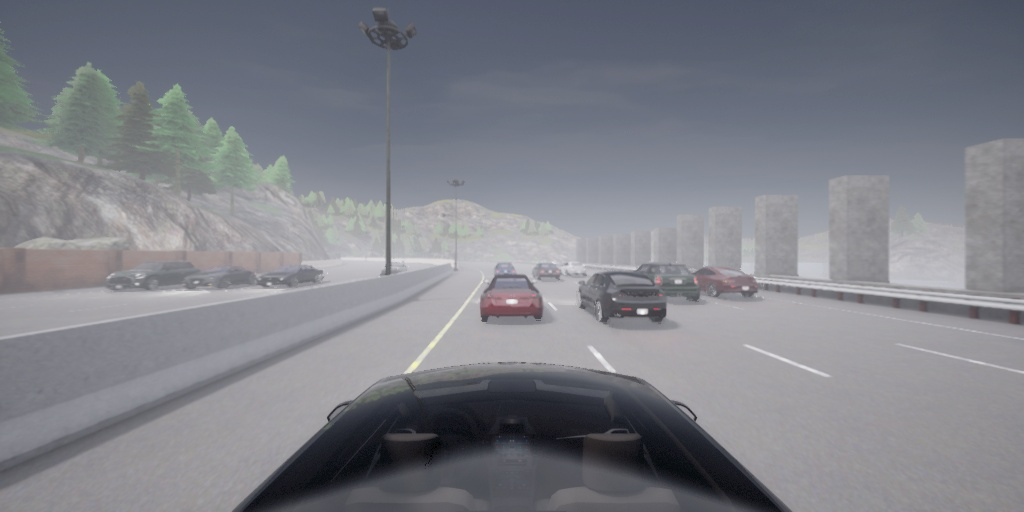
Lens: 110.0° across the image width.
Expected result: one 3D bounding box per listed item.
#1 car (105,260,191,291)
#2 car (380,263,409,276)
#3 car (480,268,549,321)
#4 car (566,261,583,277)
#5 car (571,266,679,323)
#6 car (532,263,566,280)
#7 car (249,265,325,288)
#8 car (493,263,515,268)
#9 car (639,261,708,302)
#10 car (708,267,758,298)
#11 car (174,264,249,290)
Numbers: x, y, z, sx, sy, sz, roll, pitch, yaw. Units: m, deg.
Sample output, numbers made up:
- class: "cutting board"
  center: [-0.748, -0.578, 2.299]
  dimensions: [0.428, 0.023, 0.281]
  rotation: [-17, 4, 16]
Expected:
- class: "car"
  center: [-21.508, 1.088, 21.778]
  dimensions: [2.097, 1.767, 4.553]
  rotation: [0, 0, -2]
- class: "car"
  center: [-11.876, 1.323, 36.429]
  dimensions: [1.895, 1.301, 4.718]
  rotation: [0, 0, -6]
- class: "car"
  center: [-0.044, 1.305, 12.524]
  dimensions: [1.994, 1.385, 4.181]
  rotation: [0, 0, -1]
- class: "car"
  center: [5.958, 1.245, 35.290]
  dimensions: [1.812, 1.442, 4.674]
  rotation: [0, 0, -5]
- class: "car"
  center: [3.469, 1.245, 12.072]
  dimensions: [1.837, 1.490, 4.892]
  rotation: [0, 0, -1]
- class: "car"
  center: [2.834, 1.272, 30.639]
  dimensions: [2.033, 1.411, 5.357]
  rotation: [0, 0, -4]
- class: "car"
  center: [-14.567, 1.281, 24.024]
  dimensions: [2.033, 1.411, 5.357]
  rotation: [0, 0, -2]
- class: "car"
  center: [-0.665, 1.272, 30.509]
  dimensions: [2.033, 1.411, 5.357]
  rotation: [0, 0, -4]
- class: "car"
  center: [6.848, 1.088, 17.007]
  dimensions: [2.097, 1.767, 4.553]
  rotation: [0, 0, -1]
- class: "car"
  center: [10.308, 1.259, 18.225]
  dimensions: [1.812, 1.442, 4.674]
  rotation: [0, 0, -2]
- class: "car"
  center: [-18.030, 1.299, 22.394]
  dimensions: [1.994, 1.385, 4.181]
  rotation: [0, 0, -2]
